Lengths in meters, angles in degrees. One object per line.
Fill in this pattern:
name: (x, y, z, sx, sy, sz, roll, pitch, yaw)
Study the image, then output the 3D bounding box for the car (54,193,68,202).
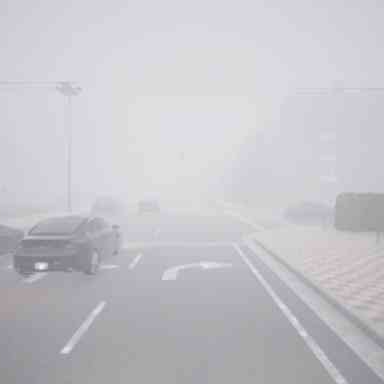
car: (-23.390, 1.007, 60.473, 1.882, 1.535, 5.008, 0, 1, 0)

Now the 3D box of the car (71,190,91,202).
car: (-19.895, 0.747, 60.749, 2.150, 2.045, 5.566, 0, 0, 0)

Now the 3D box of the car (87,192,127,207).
car: (-7.351, 1.123, 29.269, 2.097, 1.767, 4.553, 0, 0, -2)

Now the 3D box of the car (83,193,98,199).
car: (-23.394, 0.901, 76.820, 1.837, 1.490, 4.892, 0, 0, 0)

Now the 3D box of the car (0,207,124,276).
car: (-3.435, 1.426, 10.019, 1.837, 1.490, 4.892, 0, 0, 0)

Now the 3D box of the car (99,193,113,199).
car: (-19.894, 0.939, 77.099, 2.033, 1.411, 5.357, 0, 0, 0)

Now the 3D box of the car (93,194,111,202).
car: (-16.397, 1.126, 60.902, 1.895, 1.301, 4.718, 0, 0, 0)

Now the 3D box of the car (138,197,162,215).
car: (-3.917, 1.234, 31.116, 1.882, 1.535, 5.008, 0, 0, -2)

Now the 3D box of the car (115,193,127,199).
car: (-16.394, 0.899, 77.206, 1.837, 1.490, 4.892, 0, 0, 0)

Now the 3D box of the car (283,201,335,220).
car: (9.032, 1.368, 24.996, 4.181, 1.385, 1.994, 0, 0, -6)
